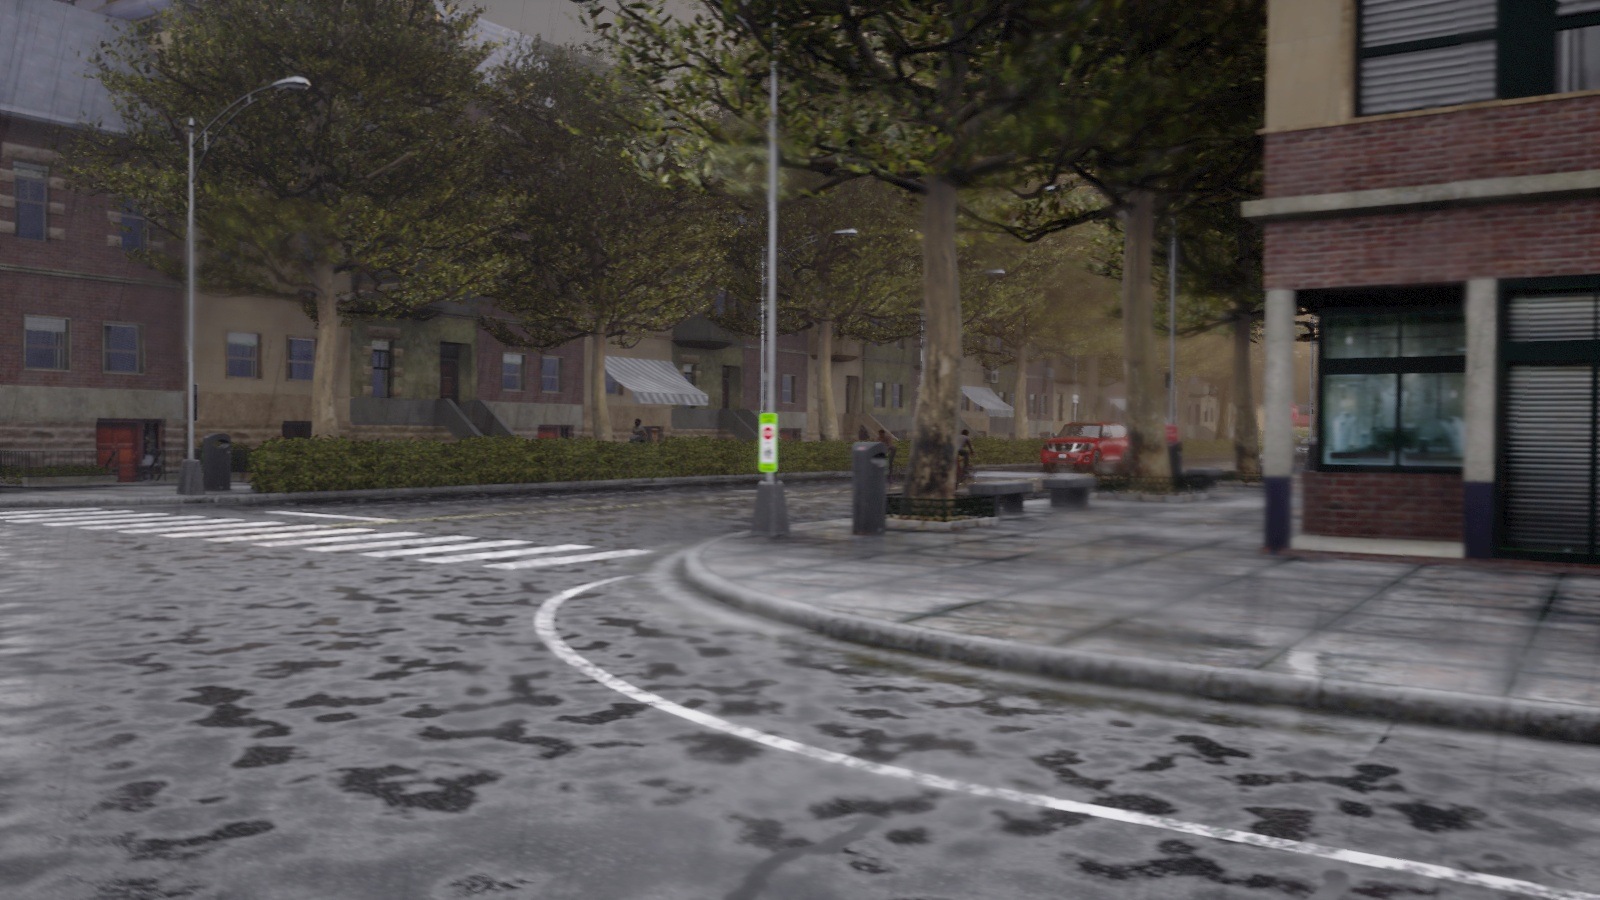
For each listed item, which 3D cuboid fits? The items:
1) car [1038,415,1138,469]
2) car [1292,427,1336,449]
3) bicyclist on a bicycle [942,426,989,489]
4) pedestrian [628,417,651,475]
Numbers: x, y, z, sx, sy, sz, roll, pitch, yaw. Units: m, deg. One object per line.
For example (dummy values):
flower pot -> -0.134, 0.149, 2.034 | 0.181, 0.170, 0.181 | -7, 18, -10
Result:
car -> 11.799, -0.349, 51.117 | 2.150, 2.045, 5.566 | 0, 1, 33
car -> 36.009, -0.844, 87.984 | 2.007, 1.525, 4.514 | 0, 1, 33
bicyclist on a bicycle -> 4.425, 0.191, 33.506 | 0.582, 1.620, 1.656 | 0, 0, 33
pedestrian -> -5.416, -0.135, 42.433 | 0.396, 1.930, 0.692 | 0, 1, 32
